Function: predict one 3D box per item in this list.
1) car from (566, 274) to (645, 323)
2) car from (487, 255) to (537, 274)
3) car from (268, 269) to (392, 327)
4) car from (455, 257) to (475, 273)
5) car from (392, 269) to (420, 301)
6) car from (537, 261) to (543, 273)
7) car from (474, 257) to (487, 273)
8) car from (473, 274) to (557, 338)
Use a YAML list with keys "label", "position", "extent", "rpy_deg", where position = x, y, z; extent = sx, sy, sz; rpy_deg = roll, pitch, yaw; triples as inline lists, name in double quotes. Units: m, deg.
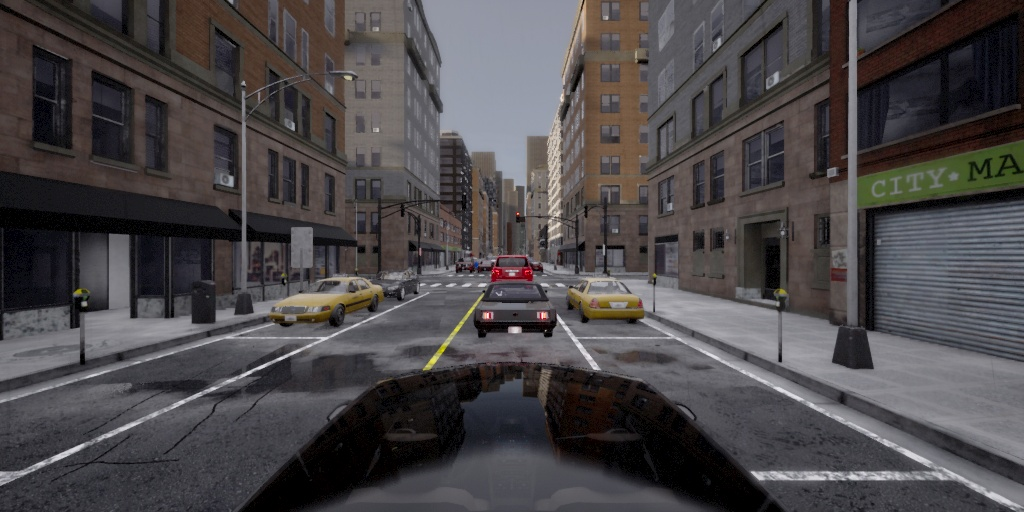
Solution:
- label: "car"
  position: [2.859, 1.276, 11.927]
  extent: [1.751, 1.417, 4.829]
  rpy_deg: [0, 0, 0]
- label: "car"
  position: [0.004, 0.974, 19.936]
  extent: [2.150, 2.045, 5.566]
  rpy_deg: [0, 0, 0]
- label: "car"
  position: [-5.666, 1.276, 11.589]
  extent: [1.751, 1.417, 4.829]
  rpy_deg: [0, 0, 0]
- label: "car"
  position: [-5.660, 1.078, 44.058]
  extent: [2.192, 1.841, 5.009]
  rpy_deg: [0, 0, 0]
- label: "car"
  position: [-5.665, 1.302, 17.284]
  extent: [2.007, 1.370, 4.403]
  rpy_deg: [0, 0, 0]
- label: "car"
  position: [2.865, 1.308, 44.056]
  extent: [1.888, 1.381, 4.507]
  rpy_deg: [0, 0, 0]
- label: "car"
  position: [-3.092, 1.241, 43.632]
  extent: [1.882, 1.535, 5.008]
  rpy_deg: [0, 0, 0]
- label: "car"
  position: [0.083, 1.351, 10.166]
  extent: [1.895, 1.301, 4.718]
  rpy_deg: [0, 0, 0]
